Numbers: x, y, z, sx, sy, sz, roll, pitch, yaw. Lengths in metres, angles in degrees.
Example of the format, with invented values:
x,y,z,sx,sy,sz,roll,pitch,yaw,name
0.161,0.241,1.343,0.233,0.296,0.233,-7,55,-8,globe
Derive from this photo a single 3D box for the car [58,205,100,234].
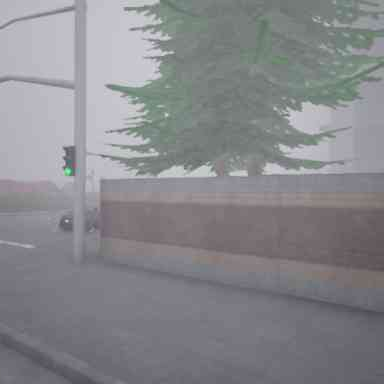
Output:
x,y,z,sx,sy,sz,roll,pitch,yaw,name
-5.041,1.412,18.119,1.994,1.385,4.181,0,0,35,car
